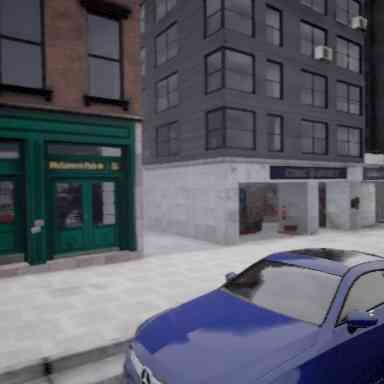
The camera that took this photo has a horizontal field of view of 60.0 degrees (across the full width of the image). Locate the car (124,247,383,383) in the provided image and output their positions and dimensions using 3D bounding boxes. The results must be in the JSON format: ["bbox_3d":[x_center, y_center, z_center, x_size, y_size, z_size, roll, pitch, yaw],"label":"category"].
[{"bbox_3d":[1.495,1.499,4.121,4.674,1.442,1.812,0,0,-35],"label":"car"}]
